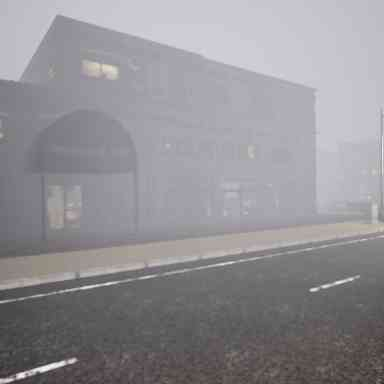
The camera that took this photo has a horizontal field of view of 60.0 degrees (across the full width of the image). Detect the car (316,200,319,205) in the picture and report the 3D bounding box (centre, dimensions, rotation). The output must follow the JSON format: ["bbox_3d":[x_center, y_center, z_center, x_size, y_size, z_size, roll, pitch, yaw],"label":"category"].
[{"bbox_3d":[18.844,1.682,54.589,1.802,1.307,4.206,-2,0,-35],"label":"car"}]

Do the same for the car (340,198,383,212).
[{"bbox_3d":[19.971,1.630,38.352,1.947,1.339,4.313,-2,0,-35],"label":"car"}]

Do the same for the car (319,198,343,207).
[{"bbox_3d":[22.055,1.586,50.080,2.008,1.369,4.403,-2,0,-35],"label":"car"}]
